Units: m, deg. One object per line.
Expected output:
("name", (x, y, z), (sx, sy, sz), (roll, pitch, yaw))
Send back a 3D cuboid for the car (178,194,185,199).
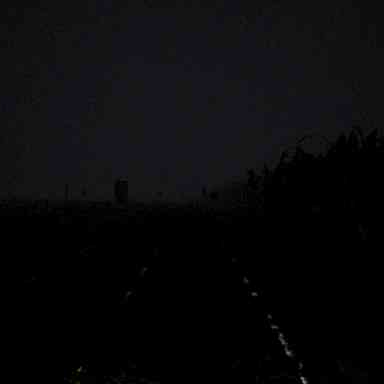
("car", (-2.785, 1.135, 90.696), (2.033, 1.411, 5.357), (0, 0, 0))
